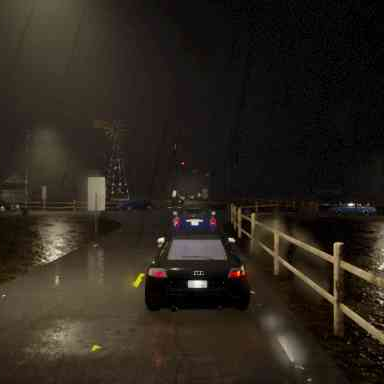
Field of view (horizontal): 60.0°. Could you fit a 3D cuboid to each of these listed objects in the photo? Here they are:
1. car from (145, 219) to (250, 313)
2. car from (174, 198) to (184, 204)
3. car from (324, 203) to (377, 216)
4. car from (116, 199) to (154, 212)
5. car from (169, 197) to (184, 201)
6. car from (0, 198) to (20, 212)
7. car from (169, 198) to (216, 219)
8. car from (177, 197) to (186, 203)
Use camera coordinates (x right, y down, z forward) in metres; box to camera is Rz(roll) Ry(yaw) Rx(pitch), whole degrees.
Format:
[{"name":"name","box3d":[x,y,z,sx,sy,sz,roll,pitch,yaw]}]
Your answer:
[{"name":"car","box3d":[0.108,1.573,7.785,1.994,1.385,4.181,0,0,0]},{"name":"car","box3d":[-2.656,1.881,69.286,1.895,1.301,4.718,0,0,0]},{"name":"car","box3d":[17.898,1.951,37.702,5.357,1.411,2.033,1,-2,0]},{"name":"car","box3d":[-6.917,1.573,40.808,1.882,1.535,5.008,0,-1,42]},{"name":"car","box3d":[-2.765,1.545,55.979,2.097,1.767,4.553,0,0,0]},{"name":"car","box3d":[-20.263,1.292,34.124,4.892,1.490,1.837,1,-2,0]},{"name":"car","box3d":[0.118,1.380,16.428,2.097,1.767,4.553,0,0,0]},{"name":"car","box3d":[-2.635,1.908,82.444,2.128,1.511,4.902,0,0,0]}]
